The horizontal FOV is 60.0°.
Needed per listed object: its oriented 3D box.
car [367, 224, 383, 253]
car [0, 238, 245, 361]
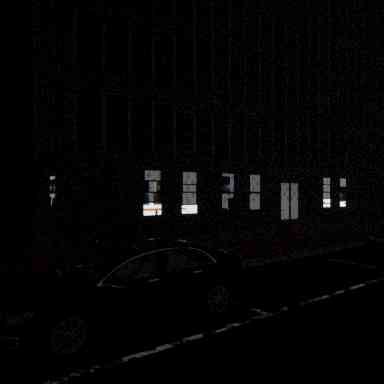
[{"bbox_3d":[8.246,1.581,12.451,4.206,1.307,1.802,0,0,-36],"label":"car"},{"bbox_3d":[-1.019,1.551,5.835,4.403,1.369,2.008,0,0,-36],"label":"car"}]
